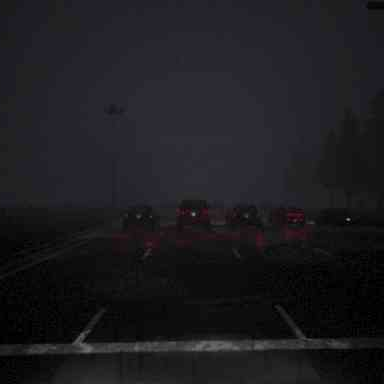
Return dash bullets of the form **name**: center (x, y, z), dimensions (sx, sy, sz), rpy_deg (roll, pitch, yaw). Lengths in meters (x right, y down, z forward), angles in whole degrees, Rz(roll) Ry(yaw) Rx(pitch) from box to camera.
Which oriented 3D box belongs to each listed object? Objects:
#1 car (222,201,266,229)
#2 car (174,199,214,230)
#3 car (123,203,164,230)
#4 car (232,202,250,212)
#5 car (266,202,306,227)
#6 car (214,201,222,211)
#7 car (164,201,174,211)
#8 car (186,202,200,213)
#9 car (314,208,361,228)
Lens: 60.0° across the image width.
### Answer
- **car**: center (3.593, 1.629, 23.951), dimensions (2.097, 1.767, 4.553), rpy_deg (0, -1, 0)
- **car**: center (0.095, 1.492, 23.170), dimensions (2.150, 2.045, 5.566), rpy_deg (0, 0, 0)
- **car**: center (-3.407, 1.622, 23.357), dimensions (2.097, 1.767, 4.553), rpy_deg (0, -1, 0)
- **car**: center (7.087, 2.126, 48.568), dimensions (1.994, 1.385, 4.181), rpy_deg (0, -1, 0)
- **car**: center (7.093, 1.786, 25.257), dimensions (2.128, 1.511, 4.902), rpy_deg (0, -1, 0)
- **car**: center (3.587, 2.062, 48.225), dimensions (1.837, 1.490, 4.892), rpy_deg (0, -1, 0)
- **car**: center (-3.413, 2.052, 49.678), dimensions (1.882, 1.535, 5.008), rpy_deg (0, -1, 0)
- **car**: center (0.087, 2.146, 47.133), dimensions (1.895, 1.301, 4.718), rpy_deg (0, -1, 0)
- **car**: center (10.594, 1.850, 24.552), dimensions (1.994, 1.385, 4.181), rpy_deg (0, -1, 0)
